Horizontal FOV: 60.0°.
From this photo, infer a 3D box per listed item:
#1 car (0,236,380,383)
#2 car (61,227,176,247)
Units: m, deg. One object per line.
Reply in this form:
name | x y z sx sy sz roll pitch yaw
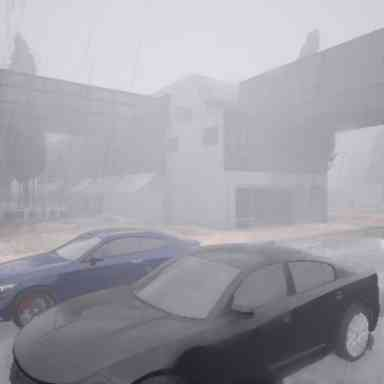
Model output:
car | 0.481 1.463 4.322 5.008 1.535 1.882 0 0 -35
car | -1.783 1.513 7.001 4.674 1.442 1.812 -1 0 -36
